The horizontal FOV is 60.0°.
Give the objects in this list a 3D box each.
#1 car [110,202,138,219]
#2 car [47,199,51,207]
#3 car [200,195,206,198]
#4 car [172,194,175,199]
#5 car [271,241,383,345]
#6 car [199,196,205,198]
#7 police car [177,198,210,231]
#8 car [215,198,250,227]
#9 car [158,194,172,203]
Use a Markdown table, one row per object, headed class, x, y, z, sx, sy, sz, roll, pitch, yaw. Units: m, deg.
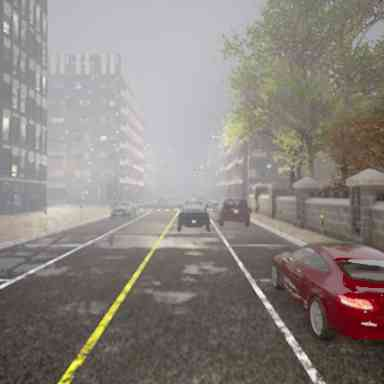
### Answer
| class | x | y | z | sx | sy | sz | roll | pitch | yaw |
| --- | --- | --- | --- | --- | --- | --- | --- | --- | --- |
| car | -5.684 | 1.511 | 28.131 | 2.008 | 1.369 | 4.403 | 1 | 0 | 0 |
| car | -22.105 | 1.271 | 45.688 | 5.009 | 1.841 | 2.192 | 0 | 0 | 1 |
| car | 2.692 | 1.369 | 88.702 | 1.947 | 1.339 | 4.313 | 1 | 0 | 0 |
| car | -5.689 | 1.350 | 94.393 | 1.947 | 1.339 | 4.313 | 1 | 0 | 0 |
| car | 2.698 | 1.575 | 6.212 | 1.802 | 1.307 | 4.206 | 1 | 0 | 0 |
| car | 0.096 | 1.491 | 37.043 | 2.033 | 1.411 | 5.357 | 0 | 0 | 0 |
| police car | 0.100 | 1.397 | 20.750 | 1.930 | 1.638 | 5.238 | 0 | 0 | 0 |
| car | 2.699 | 1.284 | 22.649 | 2.192 | 1.841 | 5.009 | 1 | 0 | 0 |
| car | -5.685 | 1.311 | 66.075 | 1.967 | 1.590 | 4.097 | 1 | 0 | 0 |
